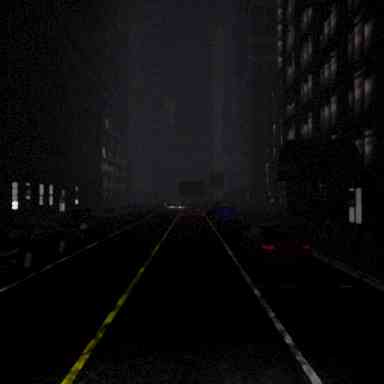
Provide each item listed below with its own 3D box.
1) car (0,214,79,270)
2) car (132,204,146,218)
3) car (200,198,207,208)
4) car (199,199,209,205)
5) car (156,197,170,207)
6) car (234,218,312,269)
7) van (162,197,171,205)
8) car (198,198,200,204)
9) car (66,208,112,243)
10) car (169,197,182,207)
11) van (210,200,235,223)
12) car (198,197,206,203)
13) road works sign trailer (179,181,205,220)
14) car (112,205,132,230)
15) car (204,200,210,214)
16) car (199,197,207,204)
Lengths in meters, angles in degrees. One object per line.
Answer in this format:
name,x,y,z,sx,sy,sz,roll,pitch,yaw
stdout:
car,-5.690,1.664,11.243,2.008,1.369,4.403,0,-1,0
car,-5.688,1.902,34.011,1.802,1.307,4.206,0,-1,0
car,2.695,2.108,56.777,1.802,1.307,4.206,0,-1,0
car,2.697,2.220,73.854,2.008,1.369,4.403,0,0,0
car,-5.685,2.126,62.474,2.008,1.369,4.403,0,-1,0
car,2.691,1.695,11.240,1.802,1.307,4.206,0,-1,0
van,-5.683,2.010,73.860,1.690,1.788,3.998,0,0,0
car,2.696,2.174,68.162,2.008,1.369,4.403,0,0,0
car,-5.690,1.606,16.937,1.967,1.590,4.097,0,-1,0
car,-3.013,2.124,65.225,1.812,1.442,4.674,0,0,0
van,2.692,1.610,28.319,1.690,1.788,3.998,0,-1,0
car,2.699,2.238,90.932,1.967,1.590,4.097,0,0,0
road works sign trailer,0.002,0.760,31.346,2.380,3.560,2.880,0,-1,0
car,-5.689,1.768,22.628,2.008,1.369,4.403,0,-1,0
car,2.693,1.954,39.700,1.802,1.307,4.206,0,-1,0
car,2.698,2.195,85.240,1.967,1.590,4.097,0,0,0
